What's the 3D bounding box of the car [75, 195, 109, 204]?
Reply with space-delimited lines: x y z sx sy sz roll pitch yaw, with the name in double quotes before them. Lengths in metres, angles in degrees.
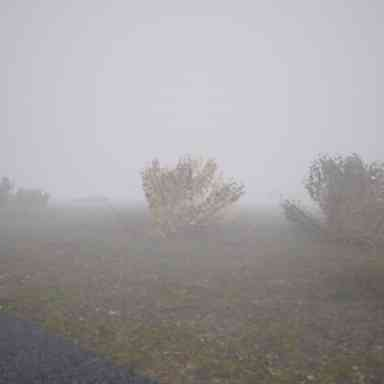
"car" -15.478 1.120 52.074 2.033 1.411 5.357 0 -1 36
